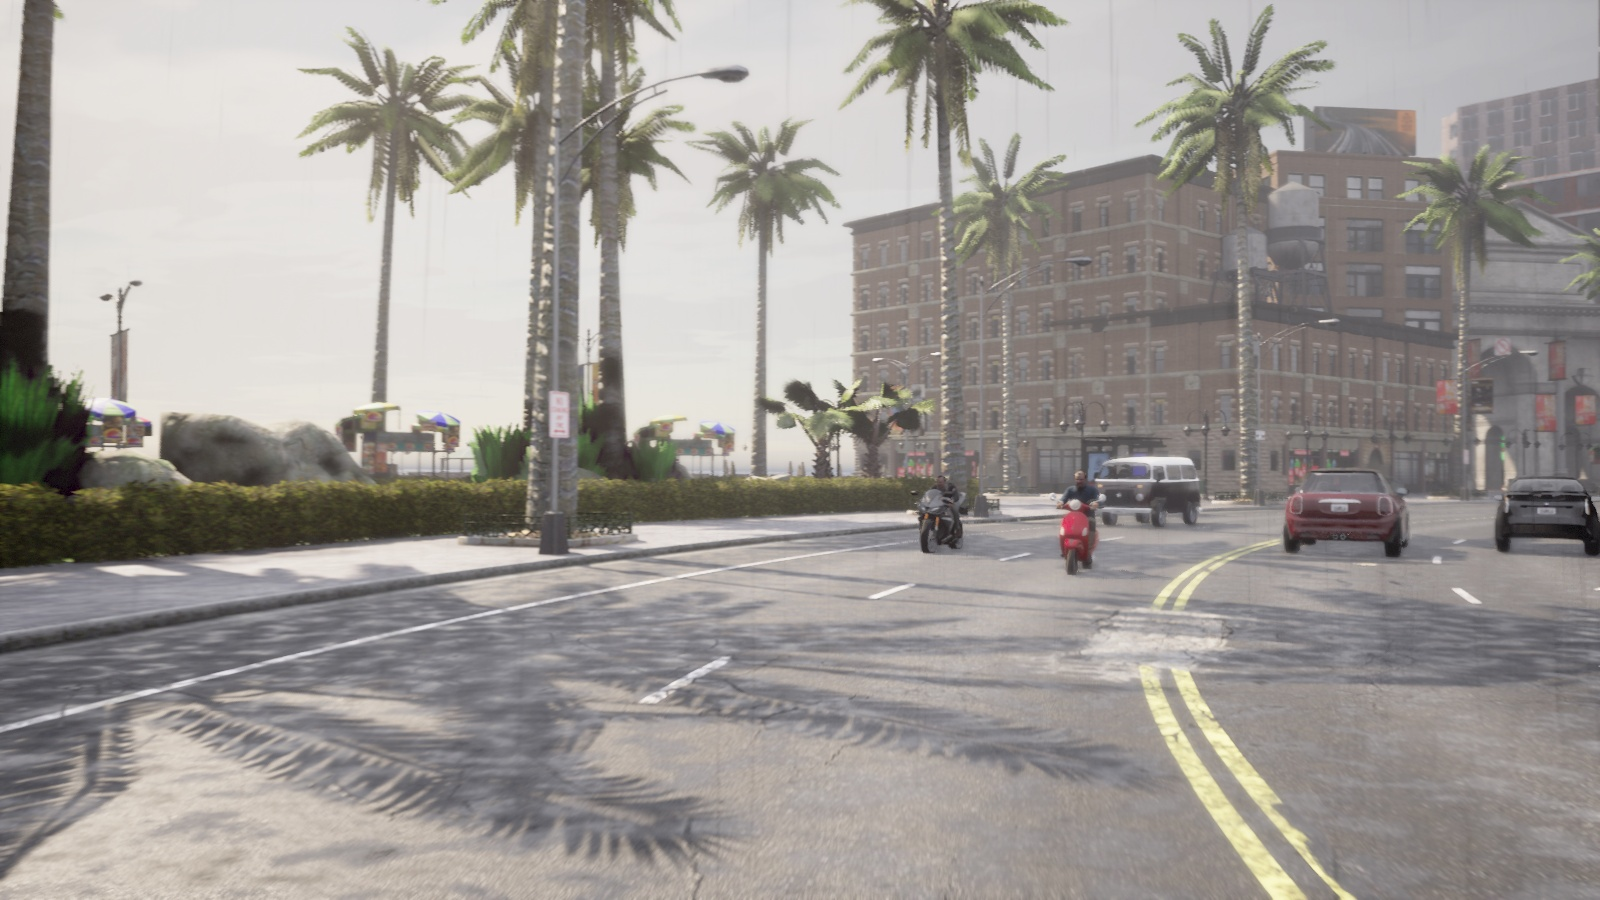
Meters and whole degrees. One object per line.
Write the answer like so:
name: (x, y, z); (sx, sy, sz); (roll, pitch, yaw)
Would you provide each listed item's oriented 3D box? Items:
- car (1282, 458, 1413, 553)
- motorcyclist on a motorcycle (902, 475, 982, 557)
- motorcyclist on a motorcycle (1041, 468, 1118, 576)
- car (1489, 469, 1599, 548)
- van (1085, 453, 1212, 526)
car: (11.405, 1.074, 25.980); (2.097, 1.767, 4.553); (-1, -1, 28)
motorcyclist on a motorcycle: (2.825, 1.255, 24.717); (0.866, 1.530, 2.191); (-1, -1, 26)
motorcyclist on a motorcycle: (4.371, 1.082, 19.529); (0.866, 1.590, 1.817); (0, -1, 23)
car: (15.780, 1.158, 26.481); (2.007, 1.525, 4.514); (-1, -1, 31)
van: (10.380, 1.130, 37.195); (2.069, 2.038, 4.480); (-1, -1, 38)
